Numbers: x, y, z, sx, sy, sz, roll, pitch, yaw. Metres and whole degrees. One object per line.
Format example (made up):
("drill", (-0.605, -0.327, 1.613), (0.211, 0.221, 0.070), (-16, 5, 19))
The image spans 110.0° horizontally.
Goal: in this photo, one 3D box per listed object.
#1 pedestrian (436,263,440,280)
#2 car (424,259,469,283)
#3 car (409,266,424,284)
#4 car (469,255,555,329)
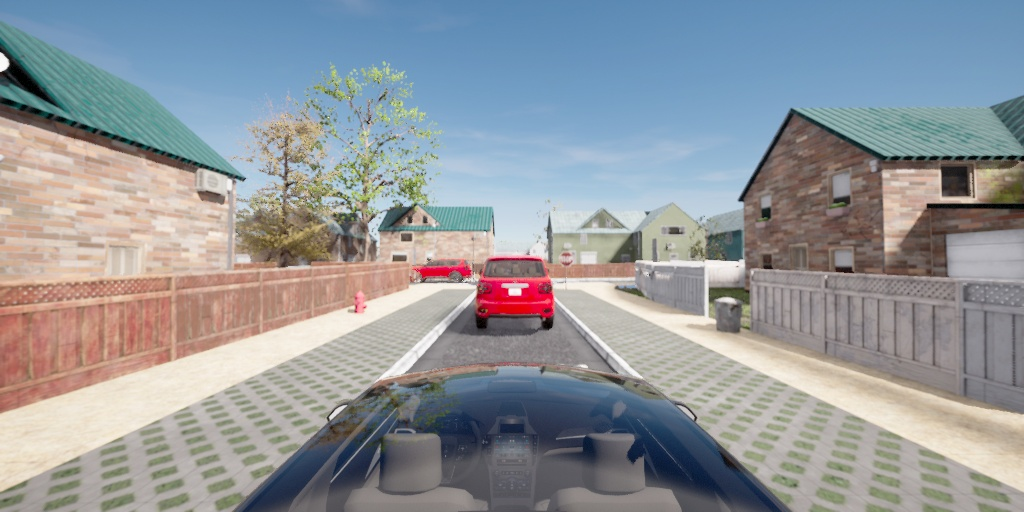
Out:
("pedestrian", (-6.779, 1.271, 33.215), (0.375, 1.860, 0.375), (0, -1, 1))
("car", (-6.163, 1.257, 30.297), (5.566, 2.045, 2.150), (-1, -2, 1))
("car", (-9.420, 1.331, 27.378), (4.553, 1.767, 2.097), (0, -2, 1))
("car", (0.076, 1.020, 11.611), (2.150, 2.045, 5.566), (0, -1, 0))
